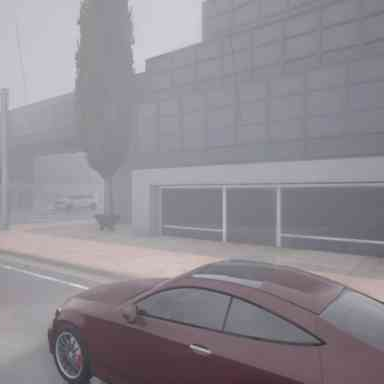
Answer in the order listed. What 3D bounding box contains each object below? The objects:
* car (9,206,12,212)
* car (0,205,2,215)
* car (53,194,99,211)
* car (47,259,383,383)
[{"bbox_3d":[-20.023,1.584,31.806,1.895,1.301,4.718,0,0,36],"label":"car"},{"bbox_3d":[-7.624,1.216,9.356,5.566,2.045,2.150,0,0,38],"label":"car"},{"bbox_3d":[-13.921,1.205,40.319,2.150,2.045,5.566,0,0,36],"label":"car"},{"bbox_3d":[0.344,1.525,3.721,4.674,1.442,1.812,0,0,35],"label":"car"}]
